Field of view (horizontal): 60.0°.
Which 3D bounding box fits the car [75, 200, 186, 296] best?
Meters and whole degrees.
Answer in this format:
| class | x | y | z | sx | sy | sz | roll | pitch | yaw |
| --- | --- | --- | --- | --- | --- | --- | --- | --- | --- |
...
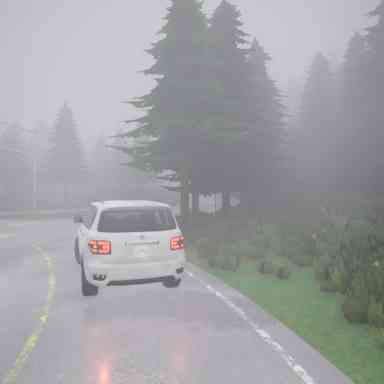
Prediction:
| class | x | y | z | sx | sy | sz | roll | pitch | yaw |
| --- | --- | --- | --- | --- | --- | --- | --- | --- | --- |
| car | -1.901 | 1.221 | 8.996 | 2.150 | 2.045 | 5.566 | 0 | 0 | -20 |
